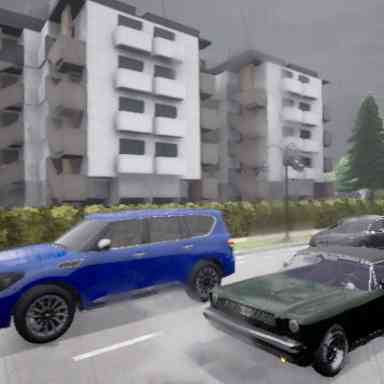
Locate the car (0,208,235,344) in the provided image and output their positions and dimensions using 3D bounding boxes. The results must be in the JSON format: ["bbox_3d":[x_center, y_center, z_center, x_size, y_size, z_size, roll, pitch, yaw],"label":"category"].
[{"bbox_3d":[-1.518,1.415,7.180,5.566,2.045,2.150,0,-2,-37],"label":"car"}]

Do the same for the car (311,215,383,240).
[{"bbox_3d":[6.593,1.690,12.893,4.892,1.490,1.837,0,-2,-33],"label":"car"}]

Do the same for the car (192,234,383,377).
[{"bbox_3d":[2.505,1.697,5.806,4.718,1.301,1.895,0,-2,-36],"label":"car"}]
